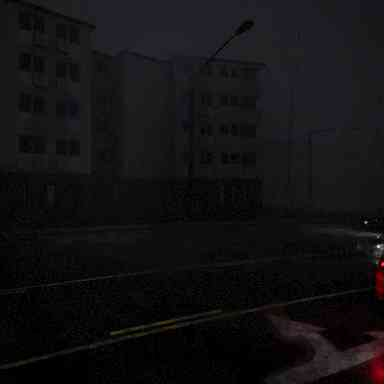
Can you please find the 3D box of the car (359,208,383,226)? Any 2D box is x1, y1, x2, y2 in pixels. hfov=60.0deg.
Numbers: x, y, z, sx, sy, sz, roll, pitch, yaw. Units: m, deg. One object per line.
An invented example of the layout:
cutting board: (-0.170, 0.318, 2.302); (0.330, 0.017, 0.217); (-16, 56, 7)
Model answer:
car: (12.223, 1.506, 19.473); (4.892, 1.490, 1.837); (0, 0, -14)

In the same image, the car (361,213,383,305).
car: (5.746, 1.353, 6.250); (4.553, 1.767, 2.097); (0, 0, -24)
